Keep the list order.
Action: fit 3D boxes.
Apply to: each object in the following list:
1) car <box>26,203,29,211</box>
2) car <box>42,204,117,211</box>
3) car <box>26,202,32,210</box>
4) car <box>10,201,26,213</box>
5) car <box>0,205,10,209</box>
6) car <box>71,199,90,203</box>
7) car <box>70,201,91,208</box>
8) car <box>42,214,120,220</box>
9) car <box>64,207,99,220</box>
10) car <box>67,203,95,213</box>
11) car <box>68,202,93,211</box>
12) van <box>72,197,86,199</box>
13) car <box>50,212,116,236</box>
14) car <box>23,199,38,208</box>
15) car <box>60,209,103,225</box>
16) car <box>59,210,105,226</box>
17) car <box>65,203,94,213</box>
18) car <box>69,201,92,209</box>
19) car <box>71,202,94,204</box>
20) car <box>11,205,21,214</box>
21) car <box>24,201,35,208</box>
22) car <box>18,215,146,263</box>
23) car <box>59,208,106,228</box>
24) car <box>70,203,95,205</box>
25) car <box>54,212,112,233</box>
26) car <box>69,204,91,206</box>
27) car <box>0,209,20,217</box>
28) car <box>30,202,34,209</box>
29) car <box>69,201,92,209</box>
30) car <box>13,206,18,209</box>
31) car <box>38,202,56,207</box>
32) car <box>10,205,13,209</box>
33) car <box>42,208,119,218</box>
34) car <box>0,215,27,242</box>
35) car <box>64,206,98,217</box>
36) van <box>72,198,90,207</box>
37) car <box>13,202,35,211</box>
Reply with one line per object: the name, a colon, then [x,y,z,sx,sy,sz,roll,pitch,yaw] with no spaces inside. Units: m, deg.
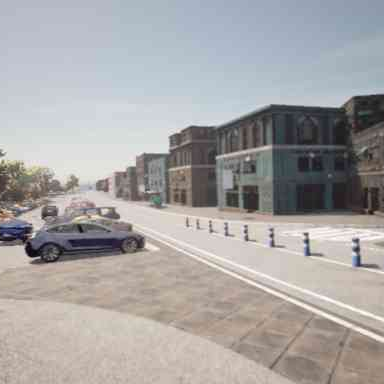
car: [-36.457,3.645,67.831,4.674,1.452,2.002,-2,1,-19]
car: [-8.016,2.194,24.587,5.566,2.045,2.435,-2,-2,-19]
car: [-37.358,3.600,70.466,5.008,1.535,2.097,-2,1,-19]
car: [-33.749,3.362,59.927,5.566,2.045,2.435,-2,1,-19]
car: [-29.278,3.341,46.598,5.566,2.045,2.435,-2,0,-19]
car: [-20.544,2.869,61.517,5.566,2.045,2.435,-2,1,-19]
car: [-27.678,3.128,82.611,4.674,1.452,2.002,-2,1,-19]
car: [-5.329,2.094,16.668,4.792,1.488,2.163,-2,-2,-19]
car: [-16.026,3.108,48.335,4.674,1.452,2.002,-2,0,-19]
car: [-21.399,3.115,64.166,5.008,1.535,2.097,-2,1,-19]
car: [-24.098,3.107,72.067,4.892,1.521,2.231,-2,1,-19]
van: [-25.107,2.880,74.664,4.442,1.987,1.878,-2,1,-19]
car: [-8.864,2.553,27.232,4.892,1.521,2.231,-2,-1,-19]
car: [-40.025,3.335,78.384,5.566,2.045,2.435,-2,1,-19]
car: [-13.367,2.972,40.415,4.792,1.488,2.163,-2,0,-19]
car: [-12.417,2.910,37.794,4.792,1.488,2.163,-2,-1,-19]
car: [-22.476,3.116,66.740,5.366,1.575,1.946,-2,1,-19]
car: [-25.890,3.097,77.338,5.008,1.535,2.097,-2,1,-19]
car: [-19.609,3.162,58.896,4.674,1.452,2.002,-2,1,-19]
car: [-33.046,3.622,57.225,5.366,1.575,1.946,-2,1,-19]
car: [-39.171,3.622,75.731,4.792,1.488,2.163,-2,1,-19]
car: [-4.384,1.957,14.053,4.792,1.488,2.163,-2,-2,-19]
car: [-11.527,2.686,35.157,4.553,1.767,2.185,-2,-1,-19]
car: [-15.164,2.910,45.687,4.553,1.767,2.185,-2,0,-19]
car: [-9.732,2.679,29.870,4.792,1.488,2.163,-2,-1,-19]
car: [-14.270,2.869,43.054,4.553,1.767,2.185,-2,0,-19]
car: [-20.234,3.071,35.479,2.097,1.767,4.553,-2,-1,-19]
car: [-38.256,3.597,73.103,4.892,1.521,2.231,-2,1,-19]
car: [-26.775,3.092,79.977,5.008,1.535,2.097,-2,1,-19]
car: [-31.929,3.621,54.533,5.008,1.535,2.097,-2,1,-19]
car: [-21.432,3.011,50.440,2.150,2.045,5.566,-2,0,-19]
car: [-31.072,3.495,51.882,4.553,1.767,2.185,-2,1,-19]
car: [-6.230,2.074,19.309,4.553,1.767,2.185,-2,-2,-19]
car: [-11.939,2.578,22.393,1.882,1.535,5.008,-2,-2,-19]
car: [-17.814,3.111,53.620,5.008,1.535,2.097,-2,1,-19]
van: [-30.242,2.840,90.491,4.442,1.987,1.878,-2,1,-19]
car: [-40.914,3.454,81.023,4.553,1.767,2.185,-2,1,-19]
